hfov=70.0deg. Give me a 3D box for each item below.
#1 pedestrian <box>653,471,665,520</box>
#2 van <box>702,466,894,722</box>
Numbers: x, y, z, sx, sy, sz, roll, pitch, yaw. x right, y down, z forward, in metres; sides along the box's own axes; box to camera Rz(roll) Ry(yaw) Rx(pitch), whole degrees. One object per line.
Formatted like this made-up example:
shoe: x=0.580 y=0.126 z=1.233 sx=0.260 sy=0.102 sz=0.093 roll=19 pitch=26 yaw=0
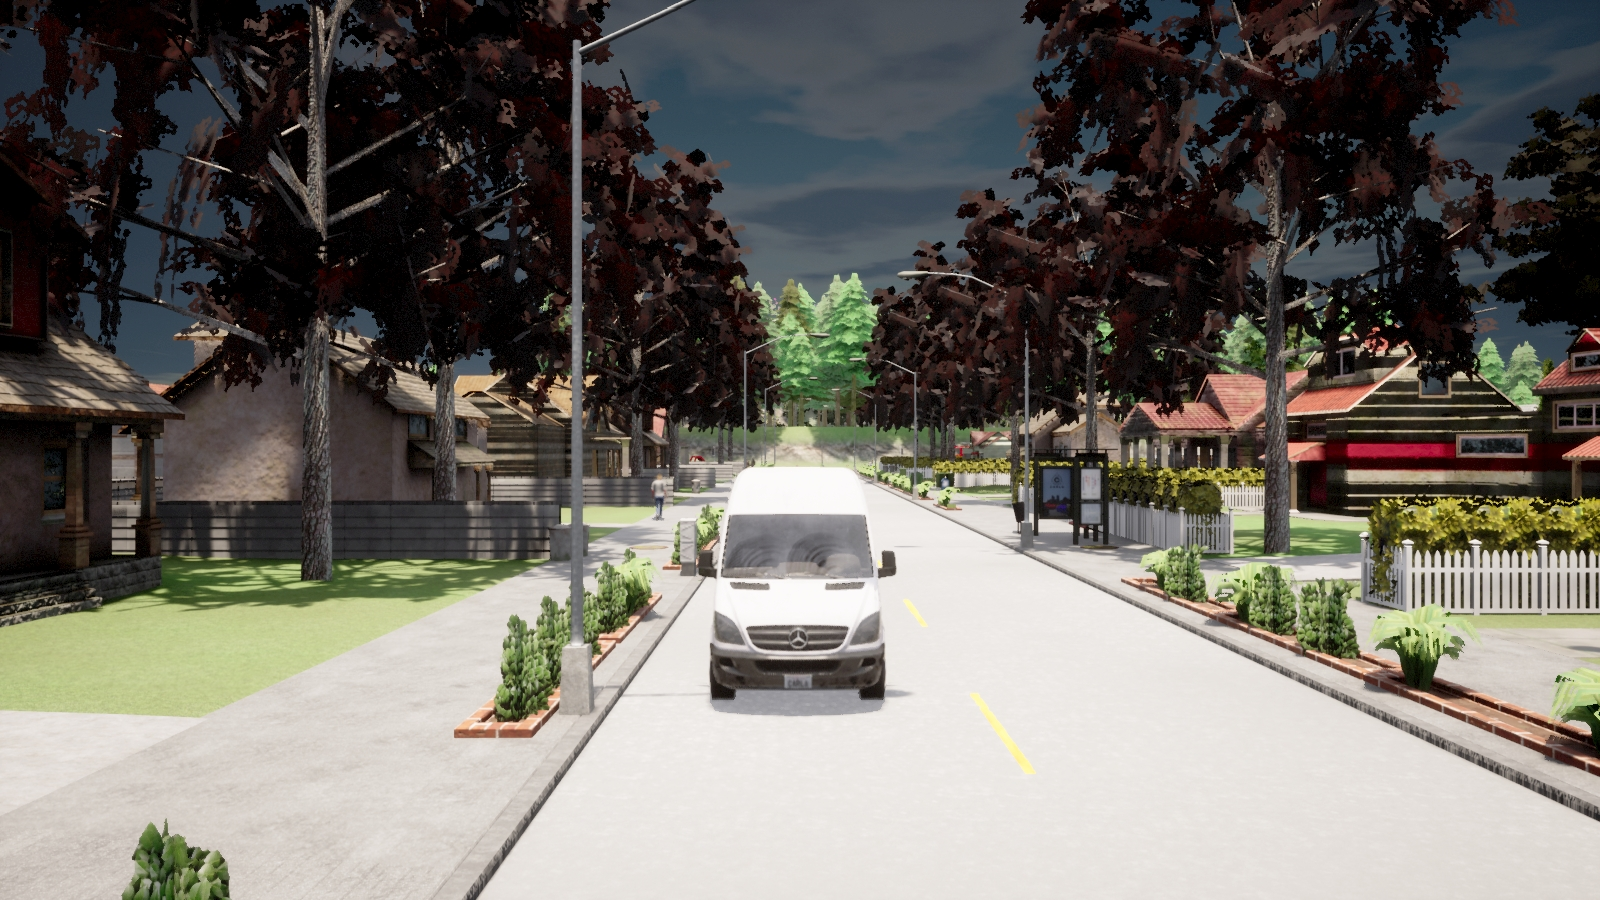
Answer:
pedestrian: x=-5.431 y=1.743 z=44.006 sx=0.375 sy=1.860 sz=0.375 roll=0 pitch=0 yaw=2
van: x=-0.029 y=1.533 z=14.831 sx=1.988 sy=2.561 sz=5.915 roll=0 pitch=0 yaw=0
